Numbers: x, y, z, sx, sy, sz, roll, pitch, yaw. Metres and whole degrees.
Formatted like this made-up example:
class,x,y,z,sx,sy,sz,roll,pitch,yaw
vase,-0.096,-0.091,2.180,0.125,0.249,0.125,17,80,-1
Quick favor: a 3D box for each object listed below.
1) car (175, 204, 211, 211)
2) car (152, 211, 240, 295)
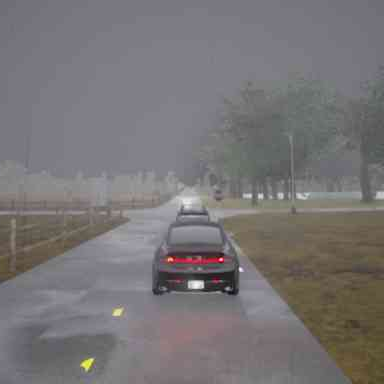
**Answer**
class,x,y,z,sx,sy,sz,roll,pitch,yaw
car,0.065,1.431,18.968,2.128,1.511,4.902,0,0,0
car,0.085,1.479,8.631,1.837,1.490,4.892,0,0,0
